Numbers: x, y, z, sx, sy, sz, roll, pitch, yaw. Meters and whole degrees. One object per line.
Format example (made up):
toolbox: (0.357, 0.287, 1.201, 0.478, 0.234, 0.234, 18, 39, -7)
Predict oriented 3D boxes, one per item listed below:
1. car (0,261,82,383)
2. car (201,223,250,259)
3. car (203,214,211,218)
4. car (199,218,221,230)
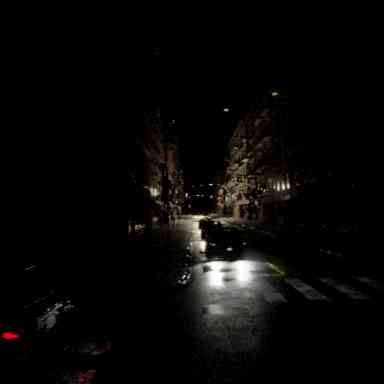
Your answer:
car: (-3.897, 1.721, 4.196, 4.553, 1.767, 2.097, -2, -3, 0)
car: (1.684, 2.490, 16.925, 1.994, 1.385, 4.181, -2, -3, 0)
car: (1.782, 3.771, 40.107, 1.994, 1.385, 4.181, -2, -3, 0)
car: (1.731, 3.037, 26.768, 1.994, 1.385, 4.181, -2, -3, 1)
